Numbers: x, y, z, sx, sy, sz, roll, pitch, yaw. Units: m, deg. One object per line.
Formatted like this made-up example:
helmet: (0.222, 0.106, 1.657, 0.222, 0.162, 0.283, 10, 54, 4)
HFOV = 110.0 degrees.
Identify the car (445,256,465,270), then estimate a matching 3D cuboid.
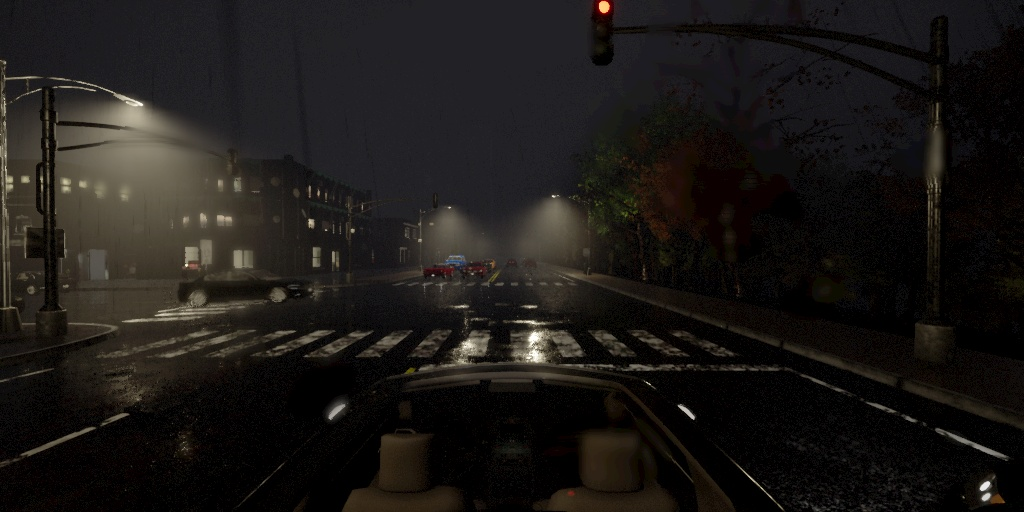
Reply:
car: (-6.677, 0.957, 42.771, 2.150, 2.045, 5.566, 0, 0, 0)

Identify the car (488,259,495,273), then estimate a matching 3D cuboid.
car: (-3.424, 1.240, 43.154, 1.837, 1.490, 4.892, 0, 0, 0)

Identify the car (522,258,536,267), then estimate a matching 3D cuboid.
car: (3.213, 1.204, 63.215, 1.882, 1.535, 5.008, 0, 0, 0)

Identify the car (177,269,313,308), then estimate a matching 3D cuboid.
car: (-11.459, 1.310, 15.639, 5.008, 1.535, 1.882, -2, 1, -6)

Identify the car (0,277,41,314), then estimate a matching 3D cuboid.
car: (-19.971, 1.565, 12.521, 4.313, 1.339, 1.948, 0, 0, 0)

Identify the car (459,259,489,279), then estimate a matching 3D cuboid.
car: (-3.411, 1.266, 33.087, 1.812, 1.442, 4.674, 0, 0, 0)

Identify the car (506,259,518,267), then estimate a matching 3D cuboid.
car: (-0.037, 1.231, 63.189, 1.837, 1.490, 4.892, 0, 0, 0)

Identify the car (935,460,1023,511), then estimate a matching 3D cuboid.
car: (3.356, 1.314, 0.208, 1.994, 1.385, 4.181, 0, 0, 0)

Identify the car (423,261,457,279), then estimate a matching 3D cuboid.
car: (-6.661, 1.341, 32.866, 1.895, 1.301, 4.718, 0, 0, 2)

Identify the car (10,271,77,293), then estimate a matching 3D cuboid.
car: (-28.323, 1.560, 21.015, 4.403, 1.370, 2.007, 0, 0, 0)
